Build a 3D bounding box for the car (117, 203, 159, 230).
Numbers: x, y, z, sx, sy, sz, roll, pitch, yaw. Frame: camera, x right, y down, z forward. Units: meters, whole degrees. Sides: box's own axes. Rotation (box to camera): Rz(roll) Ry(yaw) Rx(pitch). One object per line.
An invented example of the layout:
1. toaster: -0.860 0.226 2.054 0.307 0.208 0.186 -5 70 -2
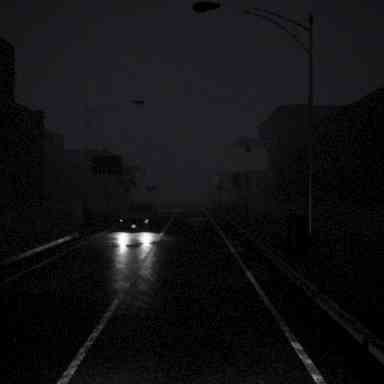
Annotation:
1. car: -3.012 1.364 19.845 2.033 1.411 5.357 0 0 0
